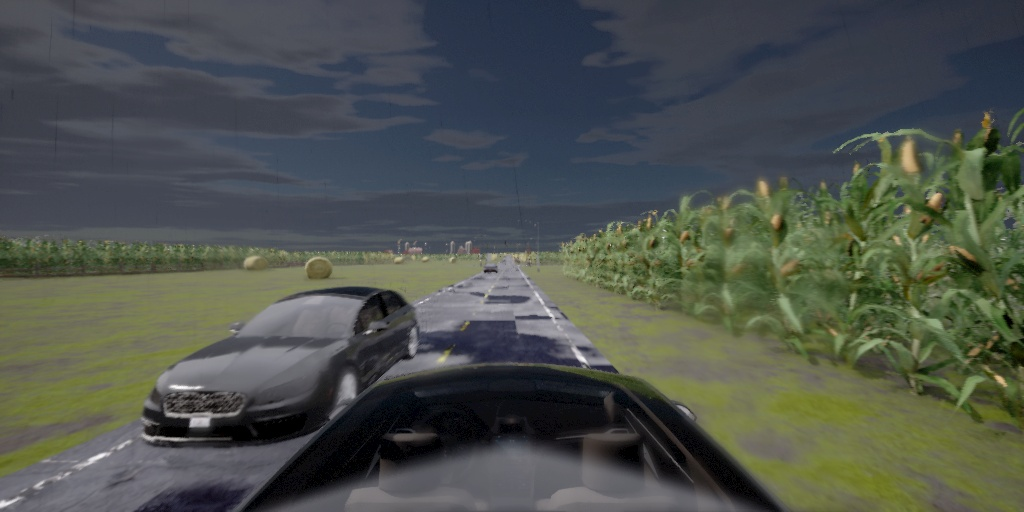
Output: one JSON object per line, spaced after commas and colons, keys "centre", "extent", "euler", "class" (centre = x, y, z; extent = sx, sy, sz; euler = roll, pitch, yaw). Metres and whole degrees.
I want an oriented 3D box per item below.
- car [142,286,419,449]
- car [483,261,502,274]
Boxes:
{"centre": [-2.848, 1.288, 5.704], "extent": [1.837, 1.490, 4.892], "euler": [0, 0, 0], "class": "car"}
{"centre": [-2.814, 1.646, 48.591], "extent": [2.033, 1.411, 5.357], "euler": [0, 0, 0], "class": "car"}
